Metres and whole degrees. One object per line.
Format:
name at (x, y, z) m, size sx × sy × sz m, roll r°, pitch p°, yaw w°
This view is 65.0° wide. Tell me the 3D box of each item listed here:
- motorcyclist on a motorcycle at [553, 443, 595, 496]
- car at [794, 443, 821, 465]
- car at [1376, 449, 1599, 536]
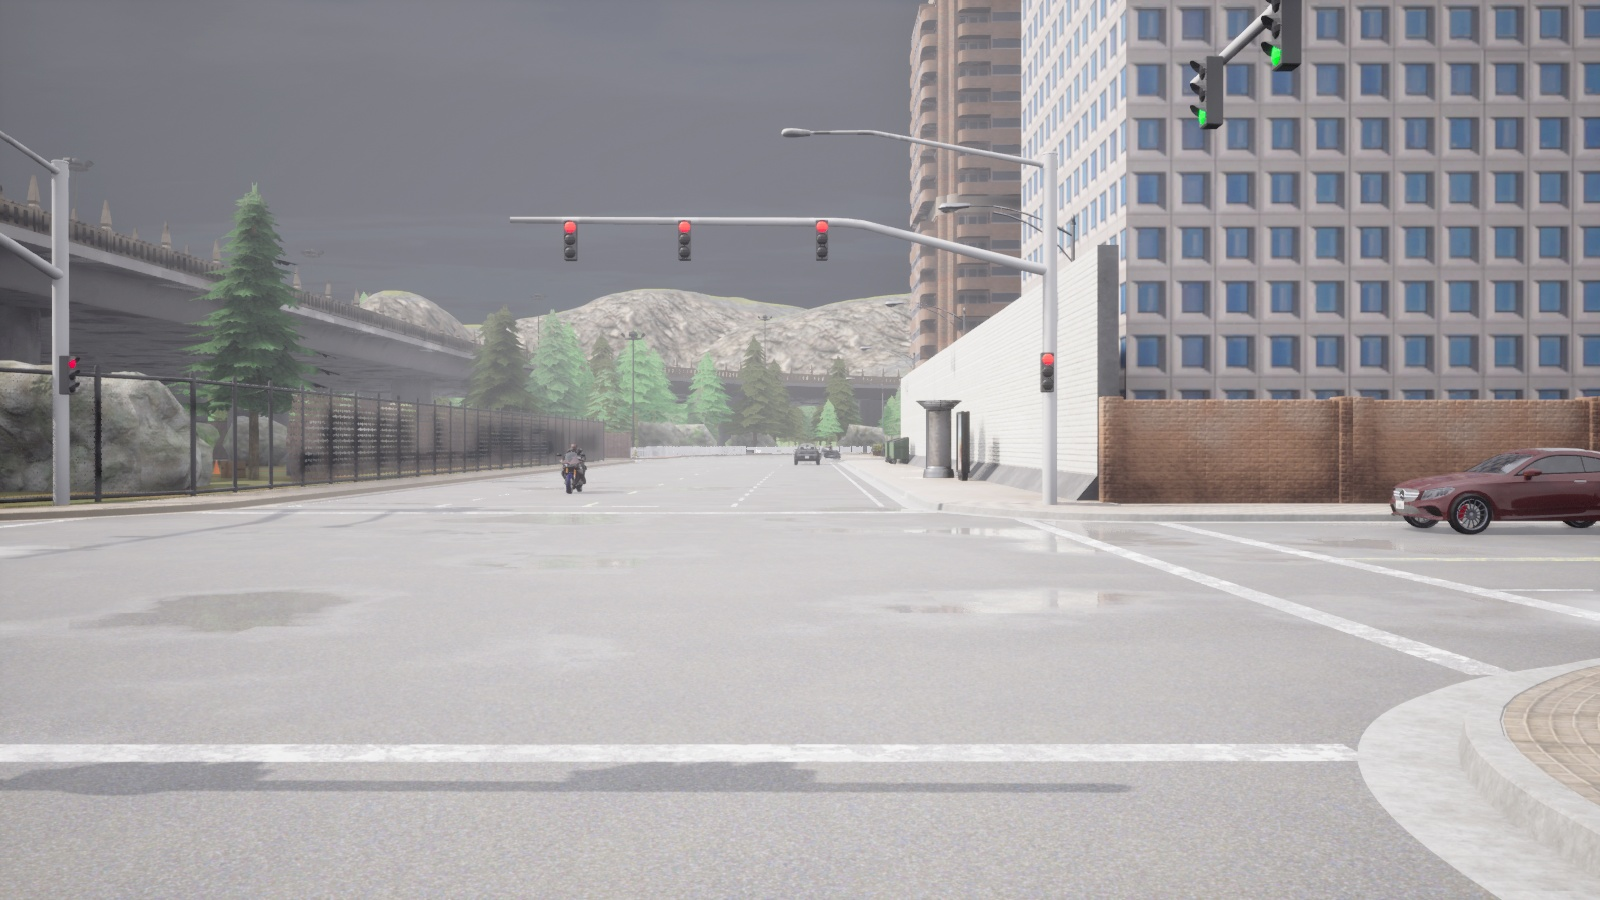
motorcyclist on a motorcycle at (-6.779, 0.563, 37.779) m, size 0.866 × 1.530 × 2.191 m, roll 0°, pitch 0°, yaw 0°
car at (0.488, 0.270, 86.851) m, size 1.816 × 1.474 × 4.193 m, roll 0°, pitch 0°, yaw 0°
car at (12.785, 0.714, 21.879) m, size 4.674 × 1.442 × 1.812 m, roll 0°, pitch 0°, yaw 0°
